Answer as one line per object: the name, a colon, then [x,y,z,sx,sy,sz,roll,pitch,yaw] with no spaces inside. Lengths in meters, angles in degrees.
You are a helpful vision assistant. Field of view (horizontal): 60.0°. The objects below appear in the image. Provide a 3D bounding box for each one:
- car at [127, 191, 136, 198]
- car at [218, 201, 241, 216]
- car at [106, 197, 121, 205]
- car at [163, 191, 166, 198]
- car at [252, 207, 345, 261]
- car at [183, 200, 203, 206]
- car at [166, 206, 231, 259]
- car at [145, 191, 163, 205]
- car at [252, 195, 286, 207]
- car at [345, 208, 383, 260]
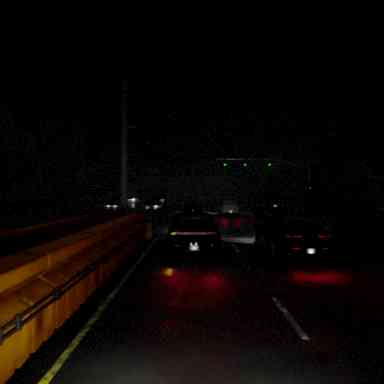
car: [-13.934,0.623,76.096,1.812,1.442,4.674,0,4,0]
car: [3.586,1.589,32.947,1.812,1.442,4.674,0,0,0]
car: [-14.027,1.576,60.098,2.033,1.411,5.357,0,1,1]
car: [-6.936,0.589,75.898,1.882,1.535,5.008,0,4,0]
car: [3.583,1.529,12.405,1.837,1.490,4.892,0,0,0]
car: [0.096,1.542,33.482,1.882,1.535,5.008,0,0,0]
car: [0.040,1.516,12.688,2.128,1.511,4.902,0,0,-1]
car: [-7.035,1.254,59.806,2.150,2.045,5.566,0,2,1]
car: [7.096,1.282,30.959,2.150,2.045,5.566,0,0,0]
car: [7.082,1.377,12.602,2.097,1.767,4.553,0,0,0]
